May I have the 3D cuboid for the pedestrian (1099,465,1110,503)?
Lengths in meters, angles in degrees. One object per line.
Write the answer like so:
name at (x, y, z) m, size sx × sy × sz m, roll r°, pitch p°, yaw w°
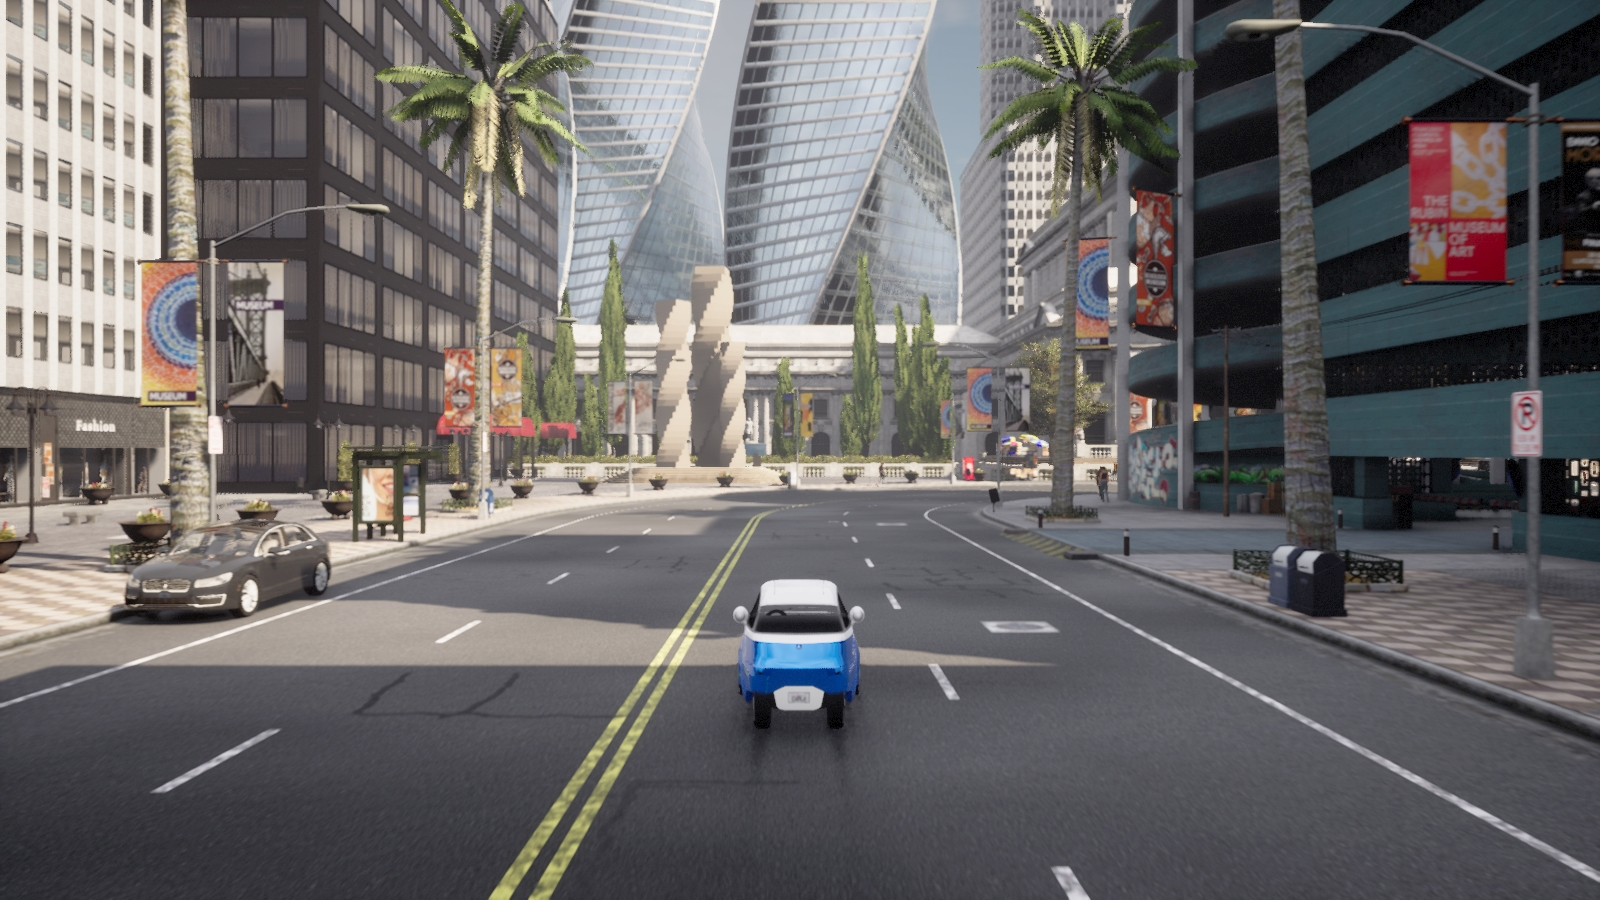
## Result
pedestrian at (15.176, 1.696, 56.938) m, size 0.375 × 1.860 × 0.375 m, roll 0°, pitch 0°, yaw -7°

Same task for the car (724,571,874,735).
car at (-0.011, 2.120, 12.389) m, size 1.481 × 1.376 × 2.207 m, roll 0°, pitch 0°, yaw 0°

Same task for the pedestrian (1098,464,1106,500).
pedestrian at (15.941, 1.696, 60.381) m, size 0.375 × 1.860 × 0.375 m, roll 0°, pitch 0°, yaw 10°
